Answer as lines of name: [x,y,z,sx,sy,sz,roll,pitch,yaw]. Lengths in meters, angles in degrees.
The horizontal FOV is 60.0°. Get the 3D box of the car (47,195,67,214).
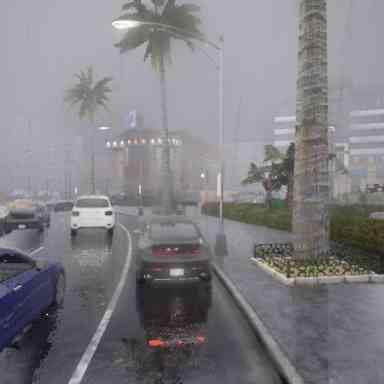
car: [-14.357,1.465,35.784,1.882,1.535,5.008,0,0,-39]

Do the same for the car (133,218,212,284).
car: [-0.632,1.504,9.664,1.837,1.490,4.892,0,0,-7]

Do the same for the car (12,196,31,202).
car: [-17.337,1.463,33.927,1.882,1.535,5.008,0,0,-39]

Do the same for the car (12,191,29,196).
car: [-37.893,1.221,71.704,4.553,1.767,2.185,0,0,21]

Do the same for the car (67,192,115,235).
car: [-5.627,1.219,18.963,2.150,2.045,5.566,0,0,-16]

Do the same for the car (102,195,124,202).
car: [-18.150,1.405,76.319,4.674,1.452,2.002,0,0,21]

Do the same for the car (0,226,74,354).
car: [-3.344,1.523,4.889,1.812,1.442,4.674,0,0,-5]

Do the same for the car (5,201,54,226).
car: [-9.416,1.498,19.318,1.837,1.490,4.892,0,0,-17]
